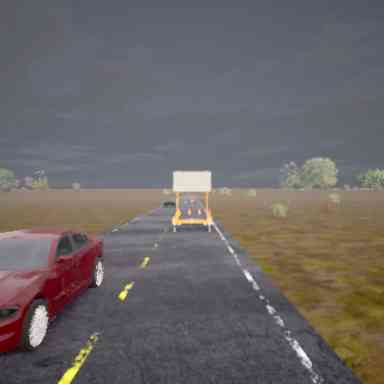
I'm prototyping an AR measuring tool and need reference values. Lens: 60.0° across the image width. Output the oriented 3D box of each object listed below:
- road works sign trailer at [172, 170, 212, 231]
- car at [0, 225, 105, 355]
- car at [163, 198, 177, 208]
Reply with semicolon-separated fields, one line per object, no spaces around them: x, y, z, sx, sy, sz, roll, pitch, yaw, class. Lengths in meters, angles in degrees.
0.011;0.440;20.305;2.380;3.560;2.880;0;0;0;road works sign trailer
-3.097;1.470;6.334;1.882;1.535;5.008;0;0;0;car
-3.055;1.546;47.552;1.895;1.301;4.718;0;0;0;car
